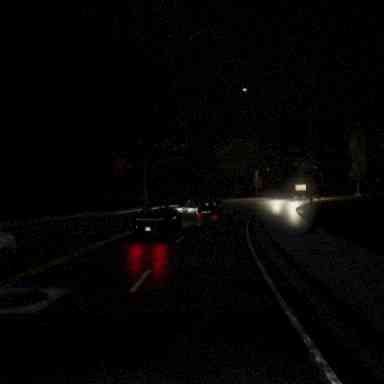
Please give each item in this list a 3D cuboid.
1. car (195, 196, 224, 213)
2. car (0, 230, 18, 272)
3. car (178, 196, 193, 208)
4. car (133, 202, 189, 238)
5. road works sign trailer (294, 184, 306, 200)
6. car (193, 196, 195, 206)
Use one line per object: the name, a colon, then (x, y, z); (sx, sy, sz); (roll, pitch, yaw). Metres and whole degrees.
car: (2.144, 1.350, 36.403); (2.097, 1.767, 4.553); (0, 0, 15)
car: (-6.204, 1.533, 8.146); (1.812, 1.442, 4.674); (0, 0, 4)
car: (-0.490, 1.363, 49.842); (2.097, 1.767, 4.553); (0, 0, 21)
car: (-1.727, 1.505, 17.942); (2.128, 1.511, 4.902); (0, 0, 8)
road works sign trailer: (25.396, 0.014, 77.388); (2.380, 3.560, 2.880); (-1, 0, 39)
car: (2.330, 1.481, 48.148); (2.128, 1.511, 4.902); (0, 0, 21)
